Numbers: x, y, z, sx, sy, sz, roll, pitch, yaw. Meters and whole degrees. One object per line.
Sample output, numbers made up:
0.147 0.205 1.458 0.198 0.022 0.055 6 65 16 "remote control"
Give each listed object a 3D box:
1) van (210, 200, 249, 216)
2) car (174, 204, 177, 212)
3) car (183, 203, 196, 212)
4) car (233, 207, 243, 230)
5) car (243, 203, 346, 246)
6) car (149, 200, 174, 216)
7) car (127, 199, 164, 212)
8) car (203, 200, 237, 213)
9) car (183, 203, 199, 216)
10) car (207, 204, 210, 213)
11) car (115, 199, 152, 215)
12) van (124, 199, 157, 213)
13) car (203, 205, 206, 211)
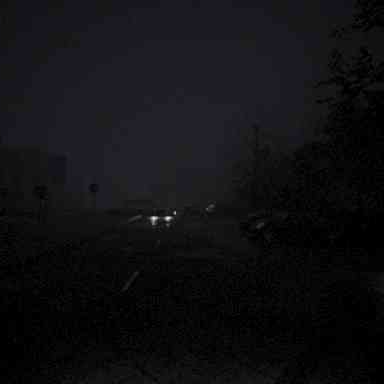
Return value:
4.811 1.972 40.733 4.442 1.987 1.878 1 -2 0 "van"
-3.610 2.810 59.172 1.812 1.442 4.674 1 -2 -1 "car"
-0.354 2.890 61.136 2.128 1.511 4.902 1 -3 2 "car"
5.065 1.850 19.937 4.674 1.452 2.002 1 -1 0 "car"
5.139 1.646 16.769 4.553 1.767 2.185 1 -1 0 "car"
-3.494 2.030 39.228 1.882 1.535 5.008 1 -2 0 "car"
-7.425 2.191 53.426 5.566 2.045 2.435 1 -2 -1 "car"
4.733 2.537 57.360 5.566 2.045 2.435 1 -2 -1 "car"
-0.084 2.178 42.658 1.882 1.535 5.008 1 -2 0 "car"
5.086 2.280 43.522 5.366 1.575 1.946 1 -2 0 "car"
-7.339 1.992 44.198 4.553 1.767 2.185 1 -2 0 "car"
-7.278 1.993 47.237 4.442 1.987 1.878 1 -2 0 "van"
4.805 2.313 51.902 5.566 2.045 2.435 1 -2 -1 "car"
